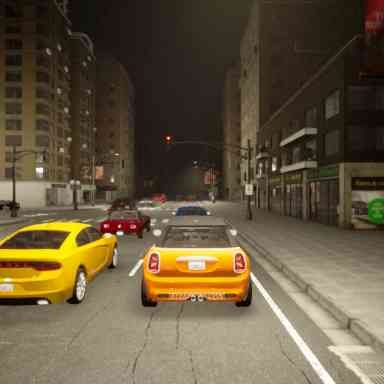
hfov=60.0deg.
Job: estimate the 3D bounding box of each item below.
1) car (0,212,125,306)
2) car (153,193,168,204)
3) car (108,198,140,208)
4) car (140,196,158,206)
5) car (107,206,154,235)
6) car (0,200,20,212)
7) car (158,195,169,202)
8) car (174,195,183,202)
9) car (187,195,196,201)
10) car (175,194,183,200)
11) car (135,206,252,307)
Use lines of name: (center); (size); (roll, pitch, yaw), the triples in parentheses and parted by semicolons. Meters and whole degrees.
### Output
car: (-3.167, 1.478, 8.148); (1.882, 1.535, 5.008); (0, 0, 0)
car: (-6.664, 1.257, 67.546); (2.150, 2.045, 5.566); (0, 0, 0)
car: (-6.672, 1.360, 32.055); (2.097, 1.767, 4.553); (0, 0, 0)
car: (-6.707, 1.620, 50.008); (1.895, 1.301, 4.718); (0, 0, 0)
car: (-3.288, 1.603, 17.404); (1.895, 1.301, 4.718); (0, 0, 0)
car: (-22.233, 1.597, 38.484); (4.313, 1.339, 1.947); (0, 0, 0)
car: (-6.672, 1.567, 77.979); (2.128, 1.511, 4.902); (0, 0, 0)
car: (-3.426, 1.543, 80.347); (1.837, 1.490, 4.892); (0, 0, 0)
car: (-0.177, 1.399, 80.741); (2.097, 1.767, 4.553); (0, 0, 0)
car: (-3.450, 1.421, 90.768); (1.882, 1.535, 5.008); (0, 0, 0)
car: (0.082, 1.353, 8.140); (2.097, 1.767, 4.553); (0, 0, 0)
